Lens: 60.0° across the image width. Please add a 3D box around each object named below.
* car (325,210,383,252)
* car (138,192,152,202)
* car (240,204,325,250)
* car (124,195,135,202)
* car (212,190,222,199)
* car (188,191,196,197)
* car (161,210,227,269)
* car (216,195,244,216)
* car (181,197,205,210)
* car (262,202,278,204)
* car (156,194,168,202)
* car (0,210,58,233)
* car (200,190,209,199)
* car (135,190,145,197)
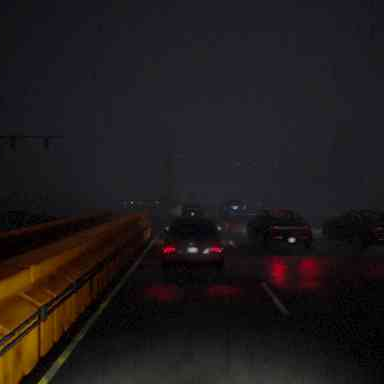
[{"bbox_3d":[7.061,1.496,13.791,2.128,1.511,4.902,0,0,0],"label":"car"},{"bbox_3d":[-10.558,1.205,75.511,2.150,2.045,5.566,0,1,0],"label":"car"},{"bbox_3d":[3.564,1.495,14.234,2.128,1.511,4.902,0,0,0],"label":"car"},{"bbox_3d":[-14.059,1.479,75.528,1.837,1.490,4.892,0,1,0],"label":"car"},{"bbox_3d":[6.882,1.076,86.114,1.837,1.490,4.892,0,3,0],"label":"car"},{"bbox_3d":[-0.118,1.053,86.073,1.882,1.535,5.008,0,3,0],"label":"car"},{"bbox_3d":[0.041,1.551,11.109,2.033,1.411,5.357,0,0,1],"label":"car"},{"bbox_3d":[3.565,1.361,29.505,2.097,1.767,4.553,0,0,0],"label":"car"},{"bbox_3d":[0.068,1.517,29.917,1.837,1.490,4.892,0,0,0],"label":"car"},{"bbox_3d":[7.071,1.574,30.295,1.994,1.385,4.181,0,0,0],"label":"car"},{"bbox_3d":[-7.059,1.519,75.566,2.033,1.411,5.357,0,1,0],"label":"car"},{"bbox_3d":[-7.069,1.497,13.411,2.128,1.511,4.902,0,0,0],"label":"car"},{"bbox_3d":[3.379,1.101,86.499,1.994,1.385,4.181,0,4,0],"label":"car"},{"bbox_3d":[-14.146,0.404,90.985,1.994,1.385,4.181,0,4,0],"label":"car"}]
